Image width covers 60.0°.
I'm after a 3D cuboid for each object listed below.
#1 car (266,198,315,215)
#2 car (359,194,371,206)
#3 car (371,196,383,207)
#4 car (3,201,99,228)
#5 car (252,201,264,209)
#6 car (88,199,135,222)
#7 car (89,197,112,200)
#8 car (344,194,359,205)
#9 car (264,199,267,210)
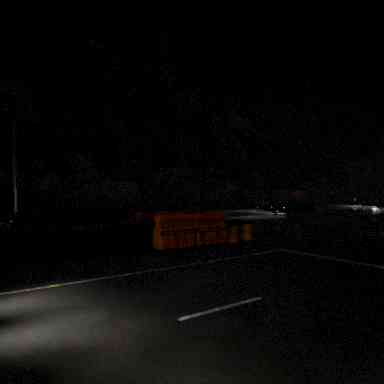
[{"bbox_3d":[9.819,1.508,32.510,4.718,1.301,1.895,0,0,-36],"label":"car"},{"bbox_3d":[27.187,1.326,49.204,4.674,1.442,1.812,0,0,-35],"label":"car"},{"bbox_3d":[26.381,1.168,44.334,4.553,1.767,2.097,0,0,-35],"label":"car"},{"bbox_3d":[-8.325,1.506,19.551,4.892,1.490,1.837,0,0,-36],"label":"car"},{"bbox_3d":[9.625,1.486,40.973,4.718,1.301,1.895,0,0,-36],"label":"car"},{"bbox_3d":[-6.995,1.533,24.802,5.357,1.411,2.033,0,0,-36],"label":"car"},{"bbox_3d":[-8.196,1.332,28.245,4.553,1.767,2.097,0,0,-36],"label":"car"},{"bbox_3d":[26.129,1.146,52.741,4.553,1.767,2.097,0,0,-35],"label":"car"},{"bbox_3d":[10.900,1.368,37.583,5.008,1.535,1.882,0,0,-36],"label":"car"}]
